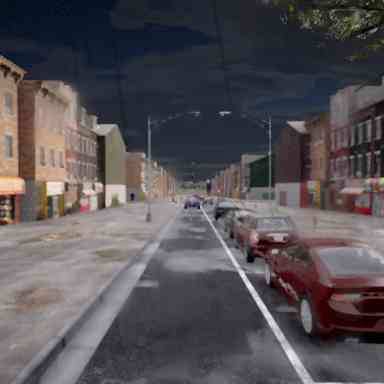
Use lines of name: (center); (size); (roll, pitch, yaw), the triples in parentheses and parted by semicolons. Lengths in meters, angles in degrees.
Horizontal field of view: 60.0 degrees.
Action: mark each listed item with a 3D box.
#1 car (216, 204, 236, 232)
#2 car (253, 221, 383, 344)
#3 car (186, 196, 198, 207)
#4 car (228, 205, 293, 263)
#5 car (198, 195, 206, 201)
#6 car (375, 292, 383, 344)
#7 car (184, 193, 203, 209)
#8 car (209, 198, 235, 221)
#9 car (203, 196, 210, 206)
car: (2.620, 1.556, 17.598); (2.008, 1.369, 4.403); (-1, 0, 0)
car: (2.621, 1.545, 6.508); (1.887, 1.381, 4.507); (-1, 0, 0)
car: (-0.007, 1.526, 54.516); (1.882, 1.535, 5.008); (0, 0, 0)
car: (2.618, 1.442, 12.053); (1.967, 1.590, 4.097); (-1, 0, 0)
car: (2.609, 1.655, 88.863); (1.887, 1.381, 4.507); (-1, 0, 0)
car: (2.623, 1.582, 0.962); (1.802, 1.307, 4.206); (-1, 0, 0)
car: (0.035, 1.388, 45.381); (2.097, 1.767, 4.553); (0, 0, 0)
car: (2.746, 1.492, 27.607); (1.882, 1.535, 5.008); (0, 0, 0)
car: (2.614, 1.602, 56.418); (2.008, 1.369, 4.403); (-1, 0, 0)
